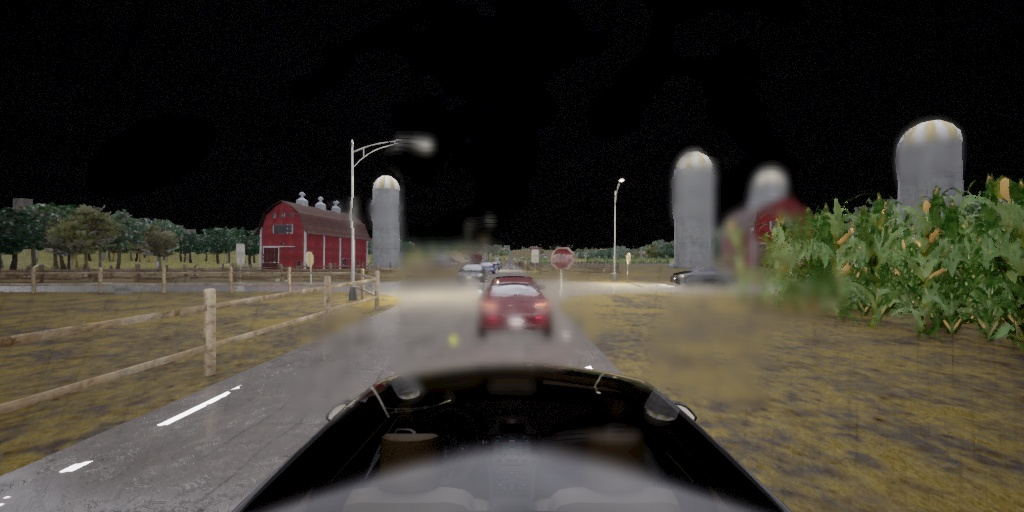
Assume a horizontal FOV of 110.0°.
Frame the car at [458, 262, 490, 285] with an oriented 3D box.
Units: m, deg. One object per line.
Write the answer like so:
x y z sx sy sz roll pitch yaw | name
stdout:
-2.891 1.319 27.217 1.812 1.442 4.674 0 0 0 | car

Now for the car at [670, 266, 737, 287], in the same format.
13.655 1.444 25.677 4.181 1.385 1.994 0 1 0 | car

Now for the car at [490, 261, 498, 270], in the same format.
-2.917 1.448 42.165 1.812 1.442 4.674 0 0 0 | car

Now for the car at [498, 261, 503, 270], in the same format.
-2.913 1.593 56.195 1.994 1.385 4.181 0 -1 1 | car

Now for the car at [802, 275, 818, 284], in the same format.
24.000 1.530 25.660 5.357 1.411 2.033 1 1 0 | car

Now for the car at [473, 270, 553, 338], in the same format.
0.037 1.283 10.146 1.812 1.442 4.674 0 0 -2 | car
